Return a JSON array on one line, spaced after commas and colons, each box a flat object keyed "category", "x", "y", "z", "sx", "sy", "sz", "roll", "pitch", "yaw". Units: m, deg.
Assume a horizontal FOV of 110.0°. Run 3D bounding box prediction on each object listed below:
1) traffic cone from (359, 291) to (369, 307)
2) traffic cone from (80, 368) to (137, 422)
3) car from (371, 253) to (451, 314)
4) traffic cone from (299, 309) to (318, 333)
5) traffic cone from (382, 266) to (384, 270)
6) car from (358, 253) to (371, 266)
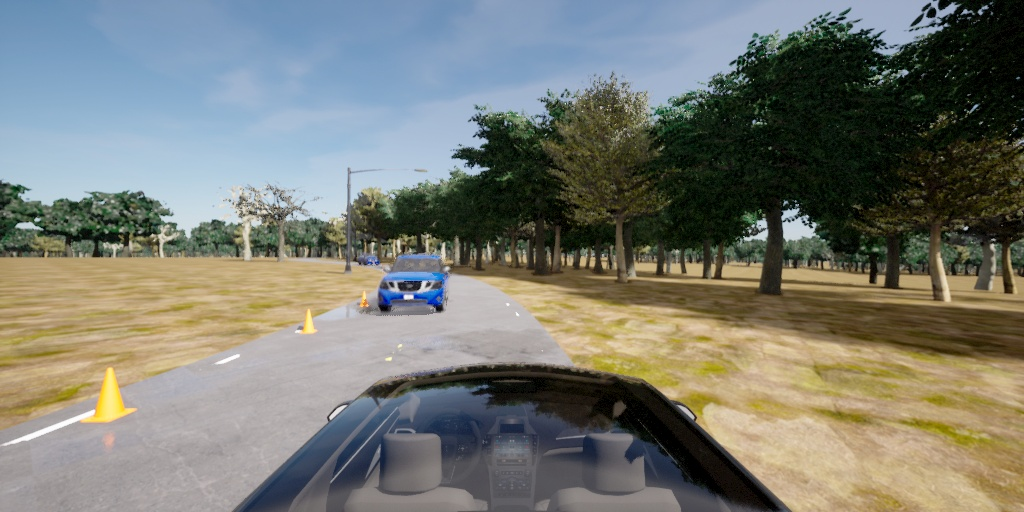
[{"category": "traffic cone", "x": -5.811, "y": 1.668, "z": 14.078, "sx": 0.340, "sy": 0.580, "sz": 0.340, "roll": 0, "pitch": 0, "yaw": -8}, {"category": "traffic cone", "x": -4.943, "y": 1.674, "z": 4.403, "sx": 0.340, "sy": 0.580, "sz": 0.340, "roll": 0, "pitch": 0, "yaw": -2}, {"category": "car", "x": -3.633, "y": 0.953, "z": 14.143, "sx": 2.150, "sy": 2.045, "sz": 5.566, "roll": 1, "pitch": 0, "yaw": -8}, {"category": "traffic cone", "x": -5.252, "y": 1.672, "z": 9.252, "sx": 0.340, "sy": 0.580, "sz": 0.340, "roll": 0, "pitch": 0, "yaw": -5}, {"category": "traffic cone", "x": -16.578, "y": 1.479, "z": 46.147, "sx": 0.340, "sy": 0.580, "sz": 0.340, "roll": 0, "pitch": 0, "yaw": -29}, {"category": "car", "x": -23.635, "y": 0.596, "z": 59.006, "sx": 2.150, "sy": 2.045, "sz": 5.566, "roll": 1, "pitch": 0, "yaw": -38}]
